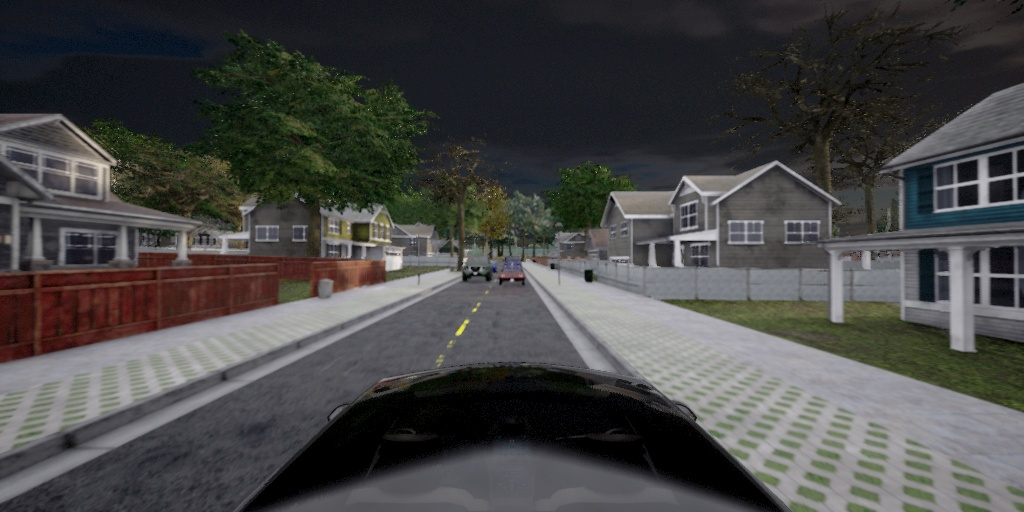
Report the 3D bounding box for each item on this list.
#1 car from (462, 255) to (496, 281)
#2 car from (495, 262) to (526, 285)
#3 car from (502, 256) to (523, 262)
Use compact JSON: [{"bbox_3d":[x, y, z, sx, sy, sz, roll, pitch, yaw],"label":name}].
[{"bbox_3d":[-2.752,0.967,29.769,2.150,2.045,5.566,0,0,0],"label":"car"},{"bbox_3d":[0.006,1.346,26.134,1.895,1.301,4.718,0,0,0],"label":"car"},{"bbox_3d":[0.051,0.962,40.898,2.150,2.045,5.566,0,0,0],"label":"car"}]
